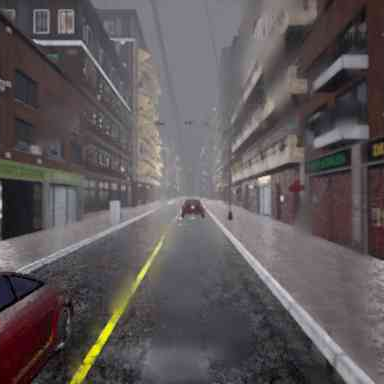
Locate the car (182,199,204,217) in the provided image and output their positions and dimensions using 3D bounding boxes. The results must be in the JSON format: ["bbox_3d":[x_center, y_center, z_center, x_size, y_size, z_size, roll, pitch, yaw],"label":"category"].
[{"bbox_3d":[0.081,1.441,32.347,2.097,1.767,4.553,0,0,0],"label":"car"}]

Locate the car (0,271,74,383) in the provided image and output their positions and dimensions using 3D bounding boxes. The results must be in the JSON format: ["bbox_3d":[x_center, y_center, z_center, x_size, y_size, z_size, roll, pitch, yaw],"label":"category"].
[{"bbox_3d":[-2.750,1.574,3.311,1.994,1.385,4.181,0,0,0],"label":"car"}]
